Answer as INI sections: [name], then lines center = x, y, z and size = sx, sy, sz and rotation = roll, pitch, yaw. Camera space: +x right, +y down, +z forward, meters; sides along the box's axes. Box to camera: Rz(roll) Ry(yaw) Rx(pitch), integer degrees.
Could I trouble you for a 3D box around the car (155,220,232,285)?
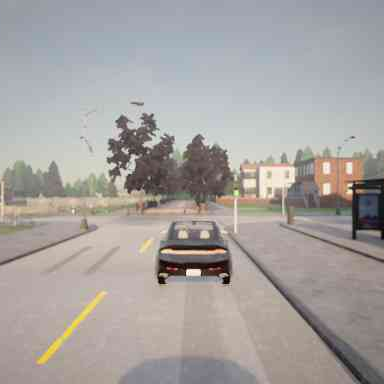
[car]
center = 0.060, 1.565, 9.719
size = 2.128, 1.511, 4.902
rotation = 0, 0, 1
